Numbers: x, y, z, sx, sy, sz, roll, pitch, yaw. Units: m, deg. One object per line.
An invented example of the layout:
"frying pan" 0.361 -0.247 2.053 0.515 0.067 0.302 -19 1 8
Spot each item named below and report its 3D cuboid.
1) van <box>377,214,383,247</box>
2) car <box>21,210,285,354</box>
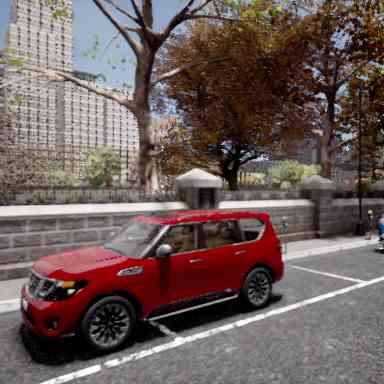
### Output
"van" 8.788 1.339 12.841 3.998 1.788 1.690 0 0 -36
"car" -0.374 1.314 6.295 5.009 1.841 2.192 0 0 -36
